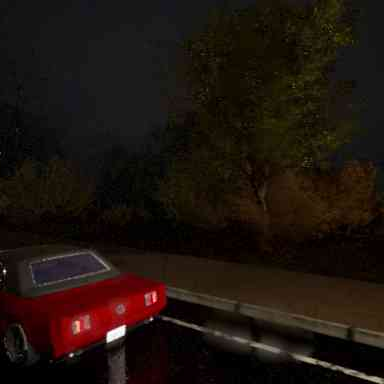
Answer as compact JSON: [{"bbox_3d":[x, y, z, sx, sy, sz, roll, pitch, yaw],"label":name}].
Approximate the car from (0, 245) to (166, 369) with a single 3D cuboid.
[{"bbox_3d":[-2.805,1.599,5.744,4.718,1.301,1.895,0,0,36],"label":"car"}]
